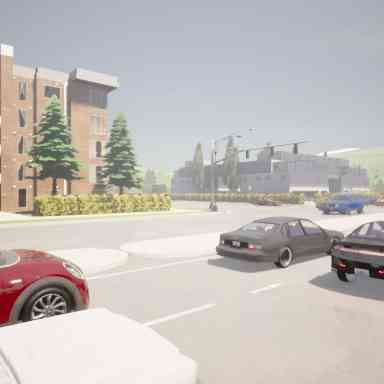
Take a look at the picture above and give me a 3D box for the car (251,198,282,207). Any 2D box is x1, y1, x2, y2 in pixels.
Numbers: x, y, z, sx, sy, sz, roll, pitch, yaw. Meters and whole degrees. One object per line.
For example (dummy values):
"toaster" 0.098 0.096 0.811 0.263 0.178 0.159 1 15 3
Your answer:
"car" 11.451 1.603 51.579 1.895 1.301 4.718 0 0 -45

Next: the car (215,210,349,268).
"car" 3.201 1.548 11.316 5.357 1.411 2.033 0 0 -40

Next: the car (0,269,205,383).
"car" -2.150 1.601 2.032 4.718 1.301 1.895 0 0 -40

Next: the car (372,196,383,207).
"car" 30.121 1.356 51.151 4.553 1.767 2.097 0 0 -40

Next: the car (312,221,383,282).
"car" 5.451 1.492 8.633 4.902 1.511 2.128 0 0 -40

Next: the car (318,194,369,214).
"car" 15.083 1.223 32.994 5.566 2.045 2.150 0 0 -42

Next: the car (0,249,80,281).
"car" -3.968 1.352 5.082 4.553 1.767 2.097 0 0 -40

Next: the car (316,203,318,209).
"car" 17.474 1.354 41.067 4.553 1.767 2.097 0 0 -29

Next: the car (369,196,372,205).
"car" 28.253 1.356 54.160 4.553 1.767 2.097 0 0 -40
